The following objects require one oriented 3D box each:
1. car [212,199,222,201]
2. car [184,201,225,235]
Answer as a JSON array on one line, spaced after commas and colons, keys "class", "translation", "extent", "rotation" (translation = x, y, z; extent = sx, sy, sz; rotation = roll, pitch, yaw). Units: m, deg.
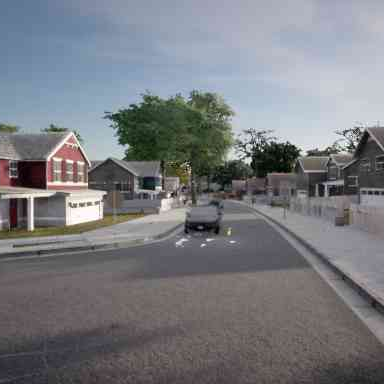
[{"class": "car", "translation": [3.317, 1.635, 44.573], "extent": [1.994, 1.385, 4.181], "rotation": [0, 0, 4]}, {"class": "car", "translation": [0.746, 1.505, 19.180], "extent": [1.882, 1.535, 5.008], "rotation": [0, 0, 7]}]
